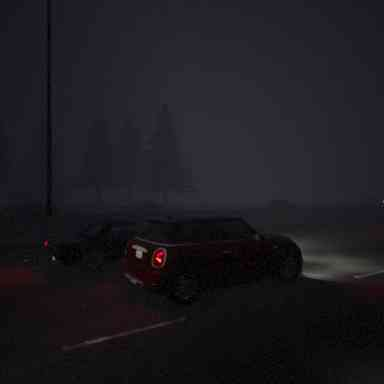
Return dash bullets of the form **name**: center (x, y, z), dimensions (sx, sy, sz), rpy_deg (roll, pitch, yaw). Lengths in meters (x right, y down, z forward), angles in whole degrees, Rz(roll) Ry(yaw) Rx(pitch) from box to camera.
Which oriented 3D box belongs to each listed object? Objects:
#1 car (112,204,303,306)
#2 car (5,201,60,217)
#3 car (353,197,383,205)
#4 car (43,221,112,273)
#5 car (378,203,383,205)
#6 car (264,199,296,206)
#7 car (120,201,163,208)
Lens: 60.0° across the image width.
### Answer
- **car**: center (0.646, 1.335, 8.224), dimensions (4.553, 1.767, 2.097), rpy_deg (0, 0, -34)
- **car**: center (-13.563, 1.492, 28.410), dimensions (4.181, 1.385, 1.994), rpy_deg (0, 0, -33)
- **car**: center (25.154, 1.418, 47.176), dimensions (4.902, 1.511, 2.128), rpy_deg (0, 0, -19)
- **car**: center (-2.080, 1.576, 10.653), dimensions (4.718, 1.301, 1.895), rpy_deg (0, 0, -34)
- **car**: center (13.367, 1.497, 19.441), dimensions (4.674, 1.442, 1.812), rpy_deg (0, 0, -26)
- **car**: center (8.156, 1.465, 32.677), dimensions (4.674, 1.442, 1.812), rpy_deg (0, 0, -25)
- **car**: center (-4.483, 1.497, 29.914), dimensions (4.181, 1.385, 1.994), rpy_deg (0, 0, -30)
